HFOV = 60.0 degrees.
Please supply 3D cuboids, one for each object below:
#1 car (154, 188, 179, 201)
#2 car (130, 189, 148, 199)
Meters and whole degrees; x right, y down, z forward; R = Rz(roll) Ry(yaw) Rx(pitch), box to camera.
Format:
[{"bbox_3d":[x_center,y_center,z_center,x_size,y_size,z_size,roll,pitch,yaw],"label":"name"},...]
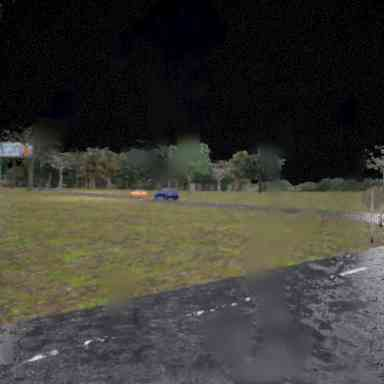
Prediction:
[{"bbox_3d":[-4.298,0.407,56.175,2.150,2.045,5.566,1,0,-35],"label":"car"},{"bbox_3d":[-10.294,0.338,64.622,2.097,1.767,4.553,1,1,-35],"label":"car"}]
